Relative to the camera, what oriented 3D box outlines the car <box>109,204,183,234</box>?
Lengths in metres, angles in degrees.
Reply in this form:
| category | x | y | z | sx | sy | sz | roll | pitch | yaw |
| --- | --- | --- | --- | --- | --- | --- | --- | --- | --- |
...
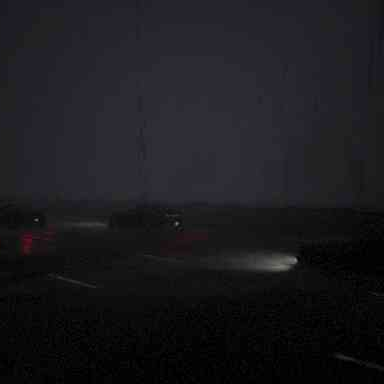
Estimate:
| category | x | y | z | sx | sy | sz | roll | pitch | yaw |
| --- | --- | --- | --- | --- | --- | --- | --- | --- | --- |
| car | -2.749 | 1.461 | 19.162 | 4.902 | 1.511 | 2.128 | 0 | 0 | 37 |

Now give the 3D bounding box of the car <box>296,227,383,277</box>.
| category | x | y | z | sx | sy | sz | roll | pitch | yaw |
| --- | --- | --- | --- | --- | --- | --- | --- | --- | --- |
| car | 5.577 | 1.576 | 8.594 | 5.357 | 1.411 | 2.033 | 0 | 0 | 37 |

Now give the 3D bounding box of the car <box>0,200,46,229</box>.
| category | x | y | z | sx | sy | sz | roll | pitch | yaw |
| --- | --- | --- | --- | --- | --- | --- | --- | --- | --- |
| car | -11.006 | 1.443 | 20.950 | 4.674 | 1.442 | 1.812 | 0 | 0 | 37 |

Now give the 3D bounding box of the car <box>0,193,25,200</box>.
| category | x | y | z | sx | sy | sz | roll | pitch | yaw |
| --- | --- | --- | --- | --- | --- | --- | --- | --- | --- |
| car | -17.660 | 1.221 | 30.273 | 4.553 | 1.767 | 2.097 | 0 | 0 | 37 |
